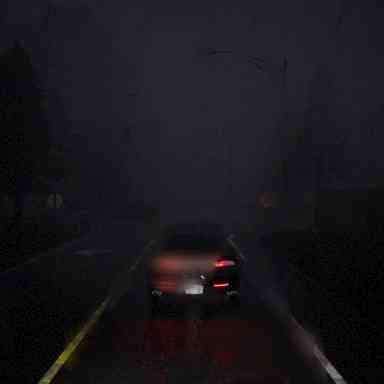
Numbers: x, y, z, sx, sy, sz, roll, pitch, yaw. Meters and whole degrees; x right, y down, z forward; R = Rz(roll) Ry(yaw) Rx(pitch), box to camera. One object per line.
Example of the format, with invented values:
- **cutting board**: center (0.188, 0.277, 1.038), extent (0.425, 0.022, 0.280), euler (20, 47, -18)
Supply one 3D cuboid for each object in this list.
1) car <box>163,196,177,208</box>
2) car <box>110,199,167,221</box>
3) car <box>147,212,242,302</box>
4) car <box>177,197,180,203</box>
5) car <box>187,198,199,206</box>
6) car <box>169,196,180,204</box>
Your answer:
- **car**: center (-3.530, 1.526, 46.821), extent (1.812, 1.442, 4.674), euler (0, 0, 0)
- **car**: center (-4.606, 1.566, 27.481), extent (4.181, 1.385, 1.994), euler (0, 0, -27)
- **car**: center (0.064, 1.492, 8.222), extent (2.128, 1.511, 4.902), euler (0, 0, 1)
- **car**: center (-3.520, 1.478, 56.110), extent (1.882, 1.535, 5.008), euler (0, 0, 0)
- **car**: center (0.175, 1.601, 54.623), extent (1.895, 1.301, 4.718), euler (0, 0, 0)
- **car**: center (-3.452, 1.564, 66.081), extent (1.994, 1.385, 4.181), euler (0, 0, 1)
